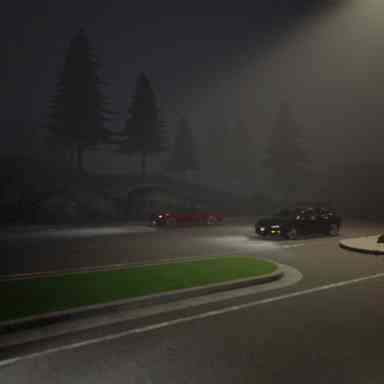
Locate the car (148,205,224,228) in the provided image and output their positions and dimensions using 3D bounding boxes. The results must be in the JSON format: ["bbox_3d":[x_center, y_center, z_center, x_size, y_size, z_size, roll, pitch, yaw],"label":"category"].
[{"bbox_3d":[-0.365,1.529,21.295,4.718,1.301,1.895,0,0,-30],"label":"car"}]

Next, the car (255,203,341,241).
[{"bbox_3d":[5.332,1.473,16.517,4.892,1.490,1.837,0,0,-31],"label":"car"}]

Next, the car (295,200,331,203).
[{"bbox_3d":[7.522,1.312,21.877,4.553,1.767,2.097,0,0,-31],"label":"car"}]
